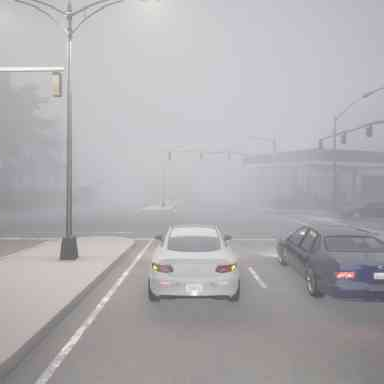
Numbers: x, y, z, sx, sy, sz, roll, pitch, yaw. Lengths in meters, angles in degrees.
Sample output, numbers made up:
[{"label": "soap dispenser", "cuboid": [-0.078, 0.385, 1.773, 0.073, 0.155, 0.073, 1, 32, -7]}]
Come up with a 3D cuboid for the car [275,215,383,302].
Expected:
[{"label": "car", "cuboid": [3.518, 1.545, 8.454, 2.033, 1.411, 5.357, 0, 0, 3]}]

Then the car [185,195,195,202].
[{"label": "car", "cuboid": [-0.434, 1.428, 72.766, 1.812, 1.442, 4.674, 0, 0, 0]}]

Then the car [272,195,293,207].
[{"label": "car", "cuboid": [12.926, 1.261, 47.770, 2.242, 1.667, 4.611, 0, 0, 0]}]

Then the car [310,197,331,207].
[{"label": "car", "cuboid": [18.666, 1.433, 48.567, 1.970, 1.475, 3.806, 0, 0, 0]}]

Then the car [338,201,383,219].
[{"label": "car", "cuboid": [14.695, 1.502, 27.634, 4.892, 1.490, 1.837, 0, 0, -1]}]

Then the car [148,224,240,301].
[{"label": "car", "cuboid": [0.039, 1.516, 8.149, 1.812, 1.442, 4.674, 0, 0, 0]}]
